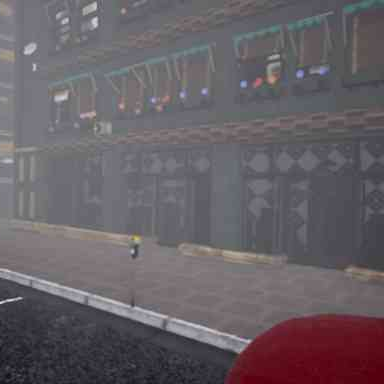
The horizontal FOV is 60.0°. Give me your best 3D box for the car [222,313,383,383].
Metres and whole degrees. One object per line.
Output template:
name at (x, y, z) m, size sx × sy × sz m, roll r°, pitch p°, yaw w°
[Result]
car at (2.380, 1.326, 1.159) m, size 5.009 × 1.841 × 2.192 m, roll 1°, pitch 1°, yaw 35°
